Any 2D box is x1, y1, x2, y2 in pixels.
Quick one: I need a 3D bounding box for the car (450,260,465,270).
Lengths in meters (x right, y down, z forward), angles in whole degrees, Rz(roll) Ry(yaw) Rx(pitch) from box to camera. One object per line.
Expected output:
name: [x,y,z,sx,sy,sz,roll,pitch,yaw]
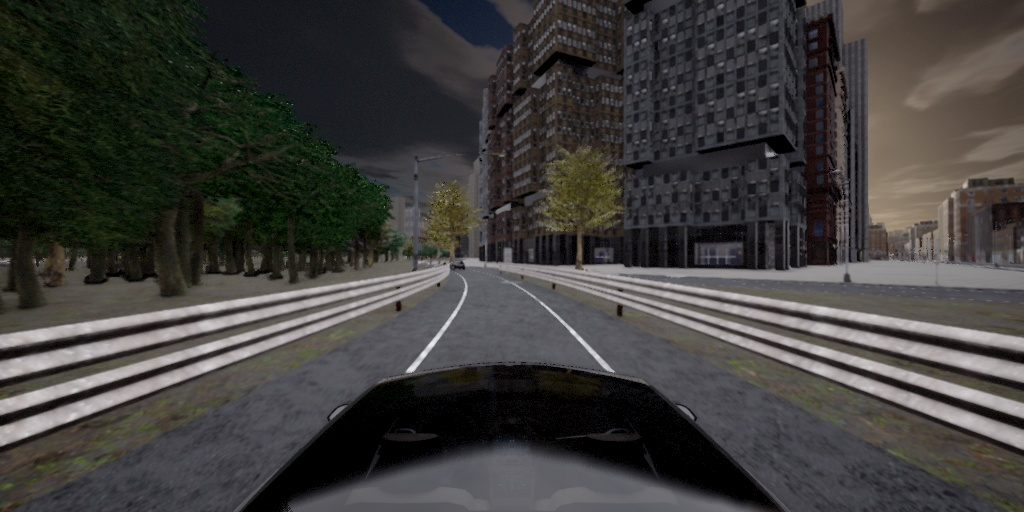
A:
car: [-8.614,1.427,56.434,1.837,1.490,4.892,0,0,-20]
